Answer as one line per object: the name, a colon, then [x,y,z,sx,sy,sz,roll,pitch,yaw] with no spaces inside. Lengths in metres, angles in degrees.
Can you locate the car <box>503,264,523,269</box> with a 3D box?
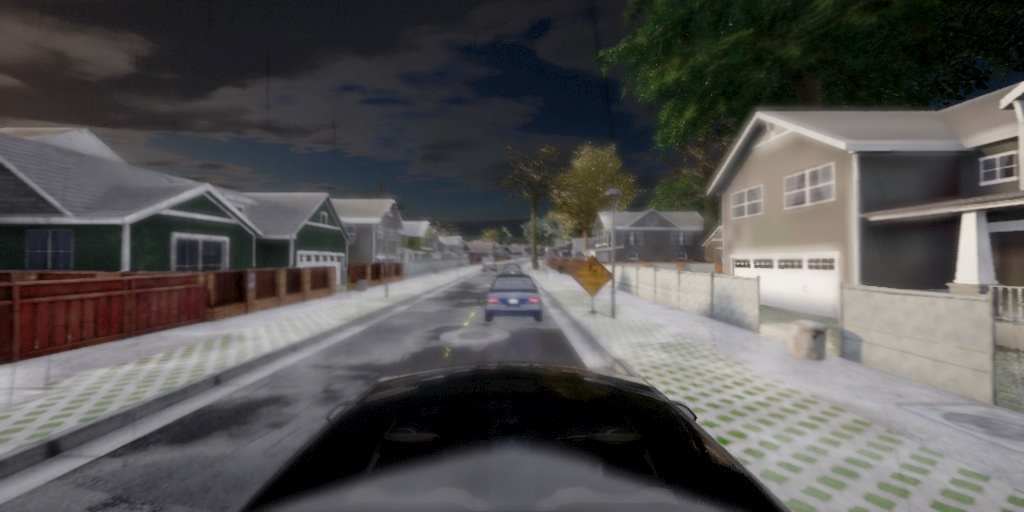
car: [0.080,1.435,33.234,1.994,1.385,4.181,0,0,0]

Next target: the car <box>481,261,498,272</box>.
car: [-2.811,1.417,46.215,1.812,1.442,4.674,0,0,1]

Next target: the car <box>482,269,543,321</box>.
car: [0.062,1.353,12.696,2.033,1.411,5.357,0,0,0]

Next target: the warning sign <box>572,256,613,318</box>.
warning sign: [2.515,0.914,11.107,1.300,1.860,1.060,0,0,0]
